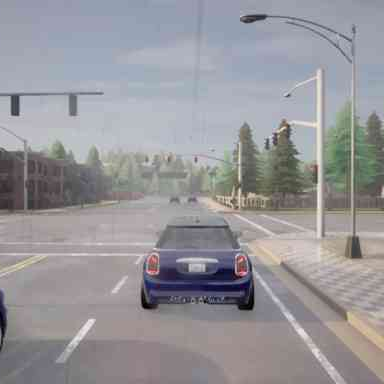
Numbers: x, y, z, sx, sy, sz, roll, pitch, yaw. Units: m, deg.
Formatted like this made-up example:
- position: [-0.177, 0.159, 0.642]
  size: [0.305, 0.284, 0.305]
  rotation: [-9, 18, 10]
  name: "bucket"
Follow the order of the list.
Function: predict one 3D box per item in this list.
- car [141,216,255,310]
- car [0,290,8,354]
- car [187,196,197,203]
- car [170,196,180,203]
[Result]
- position: [0.158, 1.351, 7.976]
  size: [2.097, 1.767, 4.553]
  rotation: [0, 0, 2]
  name: "car"
- position: [-3.441, 1.477, 2.522]
  size: [1.882, 1.535, 5.008]
  rotation: [0, 0, 0]
  name: "car"
- position: [0.037, 1.493, 68.264]
  size: [1.837, 1.490, 4.892]
  rotation: [0, 0, 0]
  name: "car"
- position: [-3.463, 1.493, 68.266]
  size: [1.837, 1.490, 4.892]
  rotation: [0, 0, 0]
  name: "car"
